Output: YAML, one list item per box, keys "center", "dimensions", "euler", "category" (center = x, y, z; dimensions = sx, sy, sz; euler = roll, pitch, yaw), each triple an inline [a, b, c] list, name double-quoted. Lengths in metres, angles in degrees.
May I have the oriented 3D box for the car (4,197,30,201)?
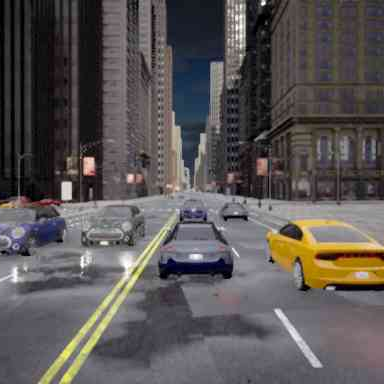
- center: [-23.845, 1.856, 46.162]
  dimensions: [4.829, 1.417, 1.752]
  euler: [-1, 1, 0]
  category: "car"

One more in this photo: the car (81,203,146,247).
- center: [-3.349, 1.358, 14.961]
  dimensions: [2.097, 1.767, 4.553]
  euler: [0, 0, 0]
  category: "car"

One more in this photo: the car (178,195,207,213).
- center: [0.098, 1.361, 26.309]
  dimensions: [2.097, 1.767, 4.553]
  euler: [0, 0, 0]
  category: "car"

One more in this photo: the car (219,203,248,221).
- center: [3.349, 1.572, 27.338]
  dimensions: [1.994, 1.385, 4.181]
  euler: [0, 0, 0]
  category: "car"

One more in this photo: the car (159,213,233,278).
- center: [0.100, 1.570, 10.222]
  dimensions: [1.994, 1.385, 4.181]
  euler: [0, 0, 0]
  category: "car"

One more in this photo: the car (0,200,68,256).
- center: [-6.599, 1.357, 12.990]
  dimensions: [2.097, 1.767, 4.553]
  euler: [0, 0, 0]
  category: "car"

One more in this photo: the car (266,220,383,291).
- center: [3.351, 1.483, 9.022]
  dimensions: [1.882, 1.535, 5.008]
  euler: [0, 0, 0]
  category: "car"
